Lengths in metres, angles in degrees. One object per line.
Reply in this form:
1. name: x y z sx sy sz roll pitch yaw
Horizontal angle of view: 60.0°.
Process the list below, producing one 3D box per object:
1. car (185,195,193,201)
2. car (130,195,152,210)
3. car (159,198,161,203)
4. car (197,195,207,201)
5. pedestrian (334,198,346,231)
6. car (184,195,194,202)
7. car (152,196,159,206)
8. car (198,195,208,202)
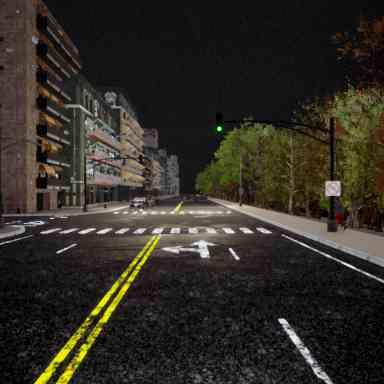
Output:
1. car: -0.729 1.492 84.912 1.812 1.442 4.674 0 0 0
2. car: -6.978 1.500 44.057 2.128 1.511 4.902 0 0 0
3. car: -7.099 1.621 64.121 1.895 1.301 4.718 0 0 0
4. car: 2.520 1.493 84.940 2.128 1.511 4.902 0 0 0
5. pedestrian: 7.817 1.143 17.766 0.375 1.860 0.375 0 0 0
6. car: -0.641 1.546 74.489 2.128 1.511 4.902 0 0 0
7. car: -7.052 1.366 53.861 2.097 1.767 4.553 0 0 -1
8. car: 2.610 1.546 74.520 2.128 1.511 4.902 0 0 0
